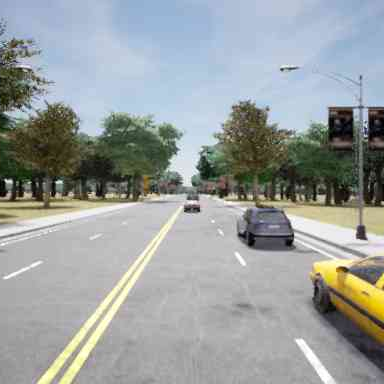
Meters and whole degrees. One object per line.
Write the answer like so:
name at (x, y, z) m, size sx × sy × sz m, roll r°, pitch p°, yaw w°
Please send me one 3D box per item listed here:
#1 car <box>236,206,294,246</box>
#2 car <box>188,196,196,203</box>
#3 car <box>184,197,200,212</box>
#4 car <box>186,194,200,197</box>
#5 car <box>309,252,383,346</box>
car at (3.253, 1.442, 15.437) m, size 2.033 × 1.649 × 4.856 m, roll 0°, pitch 0°, yaw 0°
car at (0.013, 1.574, 73.665) m, size 1.837 × 1.490 × 4.892 m, roll 0°, pitch 0°, yaw 0°
car at (0.005, 1.640, 39.842) m, size 1.895 × 1.301 × 4.718 m, roll 0°, pitch 0°, yaw 0°
car at (0.110, 1.282, 56.417) m, size 2.150 × 2.045 × 5.566 m, roll 0°, pitch 0°, yaw 0°
car at (3.251, 1.458, 4.626) m, size 1.801 × 1.575 × 5.366 m, roll 0°, pitch 0°, yaw 0°
